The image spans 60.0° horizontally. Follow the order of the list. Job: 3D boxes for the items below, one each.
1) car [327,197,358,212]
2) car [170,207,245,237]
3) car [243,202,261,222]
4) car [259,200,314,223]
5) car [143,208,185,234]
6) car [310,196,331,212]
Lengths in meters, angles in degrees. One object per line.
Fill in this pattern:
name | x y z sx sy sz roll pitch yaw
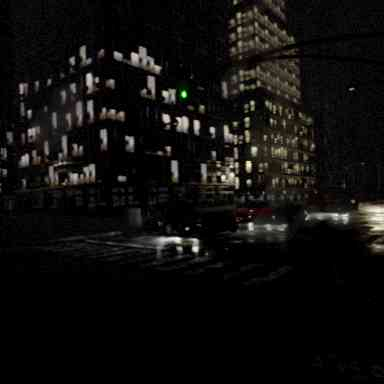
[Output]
car | 18.632 1.645 40.248 2.128 1.511 4.902 -3 -2 41
car | 1.041 1.859 20.090 1.994 1.385 4.181 -3 -2 41
car | 5.647 1.725 30.338 2.097 1.767 4.553 -3 -2 41
car | 8.057 1.732 28.153 2.128 1.511 4.902 -3 -2 41
car | -1.082 1.904 22.605 1.882 1.535 5.008 -3 -2 41
car | 16.394 1.508 42.638 2.150 2.045 5.566 -3 -2 41
